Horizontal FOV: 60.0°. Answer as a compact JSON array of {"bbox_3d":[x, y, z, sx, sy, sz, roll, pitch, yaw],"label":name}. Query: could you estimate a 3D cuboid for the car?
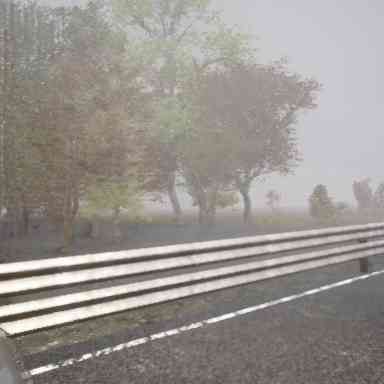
[{"bbox_3d":[-3.452,1.548,1.224,5.357,1.411,2.033,0,0,-35],"label":"car"}]
